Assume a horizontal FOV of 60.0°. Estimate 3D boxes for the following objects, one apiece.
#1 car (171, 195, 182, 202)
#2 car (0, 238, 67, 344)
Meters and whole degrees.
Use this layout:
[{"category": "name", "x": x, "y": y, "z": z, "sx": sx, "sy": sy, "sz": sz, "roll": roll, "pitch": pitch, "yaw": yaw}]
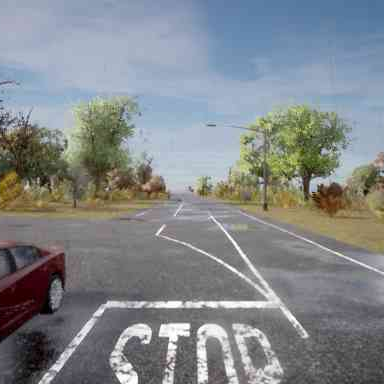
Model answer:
[{"category": "car", "x": -3.456, "y": 1.393, "z": 74.419, "sx": 2.097, "sy": 1.767, "sz": 4.553, "roll": 0, "pitch": 0, "yaw": 3}, {"category": "car", "x": -3.479, "y": 1.489, "z": 4.777, "sx": 1.882, "sy": 1.535, "sz": 5.008, "roll": 0, "pitch": 0, "yaw": 0}]
